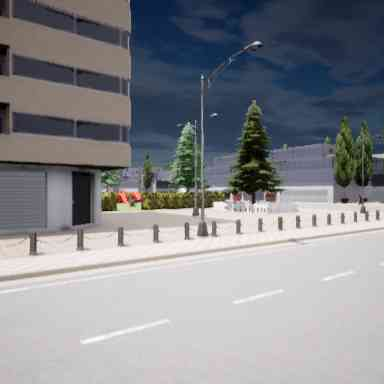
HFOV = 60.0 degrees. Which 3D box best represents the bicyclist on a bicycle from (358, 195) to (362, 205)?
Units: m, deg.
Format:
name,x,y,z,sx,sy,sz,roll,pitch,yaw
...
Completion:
name,x,y,z,sx,sy,sz,roll,pitch,yaw
bicyclist on a bicycle,26.337,1.273,52.001,1.656,1.620,0.582,0,0,-36
